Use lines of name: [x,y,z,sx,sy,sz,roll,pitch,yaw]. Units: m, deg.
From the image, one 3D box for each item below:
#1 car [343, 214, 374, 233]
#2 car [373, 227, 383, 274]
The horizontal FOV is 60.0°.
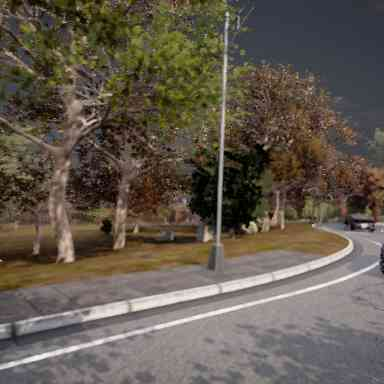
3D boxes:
car: [14.574,2.665,29.239,2.128,1.511,4.902,2,-2,16]
car: [7.548,1.674,10.538,2.097,1.767,4.553,1,-2,41]
